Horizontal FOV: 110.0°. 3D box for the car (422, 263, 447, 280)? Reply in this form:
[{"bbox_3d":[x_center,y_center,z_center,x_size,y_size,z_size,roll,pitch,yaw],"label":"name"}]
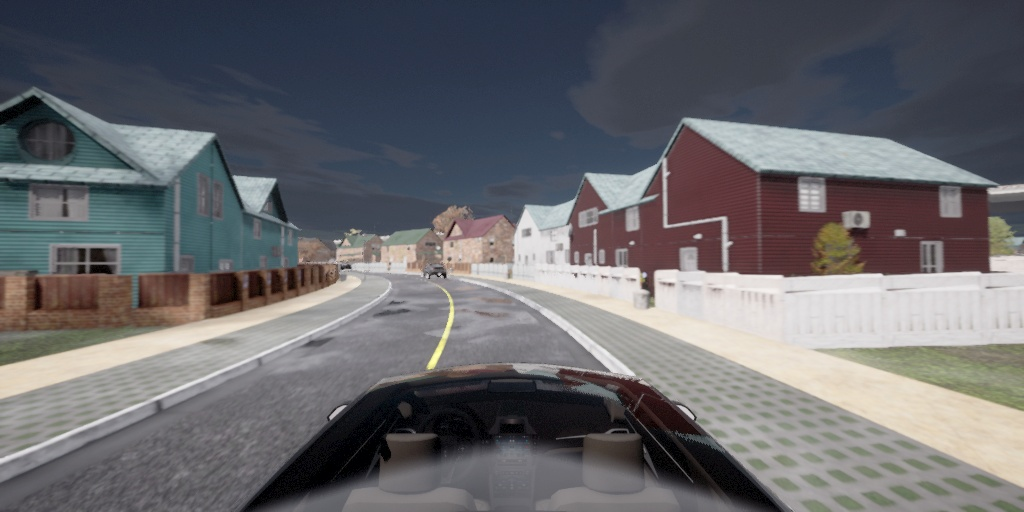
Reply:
[{"bbox_3d":[-7.827,1.484,36.050,1.837,1.490,4.892,0,-1,-24],"label":"car"}]
